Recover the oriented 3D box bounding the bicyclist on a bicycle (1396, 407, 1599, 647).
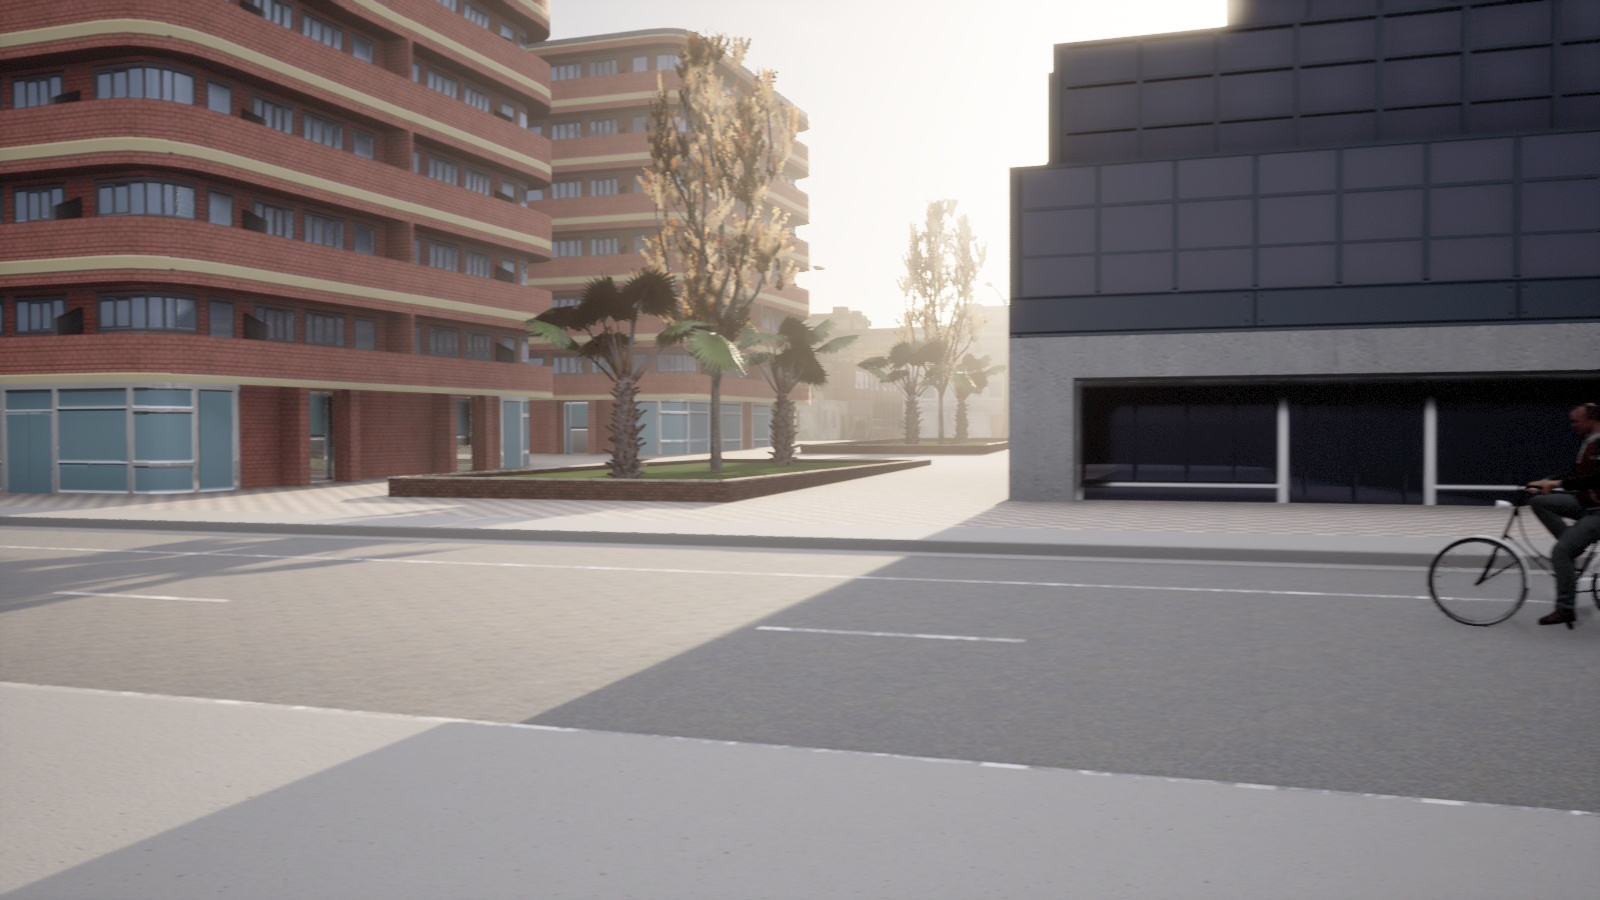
[{"bbox_3d":[5.681,0.564,9.721,1.843,1.776,0.659,1,1,19],"label":"bicyclist on a bicycle"}]
